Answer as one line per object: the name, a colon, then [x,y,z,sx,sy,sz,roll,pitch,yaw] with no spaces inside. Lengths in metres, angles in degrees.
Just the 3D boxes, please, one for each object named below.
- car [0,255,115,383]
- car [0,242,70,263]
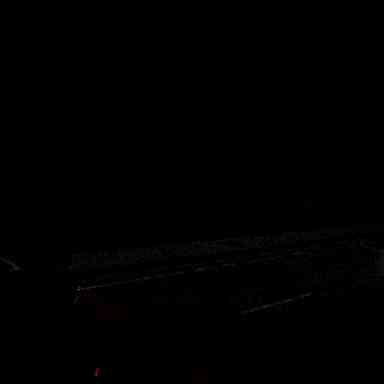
car: [-2.861,1.505,1.687,4.892,1.490,1.837,0,0,-35]
car: [-4.173,1.492,4.732,4.902,1.511,2.128,0,0,-35]
